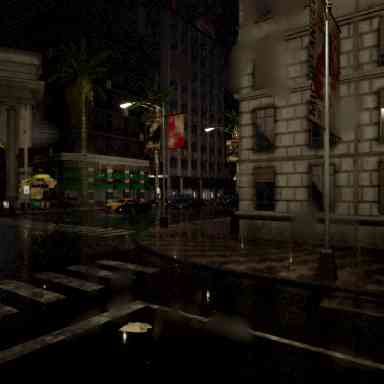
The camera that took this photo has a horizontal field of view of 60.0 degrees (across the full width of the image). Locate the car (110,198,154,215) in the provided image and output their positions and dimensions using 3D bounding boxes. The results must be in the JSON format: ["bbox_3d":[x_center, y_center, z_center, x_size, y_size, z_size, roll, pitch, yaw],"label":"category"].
[{"bbox_3d":[-5.918,1.564,34.445,1.994,1.385,4.181,0,0,36],"label":"car"}]

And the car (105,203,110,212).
[{"bbox_3d":[-7.599,1.478,38.073,1.882,1.535,5.008,0,0,37],"label":"car"}]

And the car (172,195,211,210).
[{"bbox_3d":[-0.012,1.526,42.473,1.812,1.442,4.674,0,0,37],"label":"car"}]

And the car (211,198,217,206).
[{"bbox_3d":[4.886,1.352,53.644,4.553,1.767,2.097,0,0,-43],"label":"car"}]

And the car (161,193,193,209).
[{"bbox_3d":[-1.797,1.221,45.952,2.150,2.045,5.566,0,0,37],"label":"car"}]

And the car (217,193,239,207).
[{"bbox_3d":[6.772,1.221,50.718,5.566,2.045,2.150,0,0,-45],"label":"car"}]
